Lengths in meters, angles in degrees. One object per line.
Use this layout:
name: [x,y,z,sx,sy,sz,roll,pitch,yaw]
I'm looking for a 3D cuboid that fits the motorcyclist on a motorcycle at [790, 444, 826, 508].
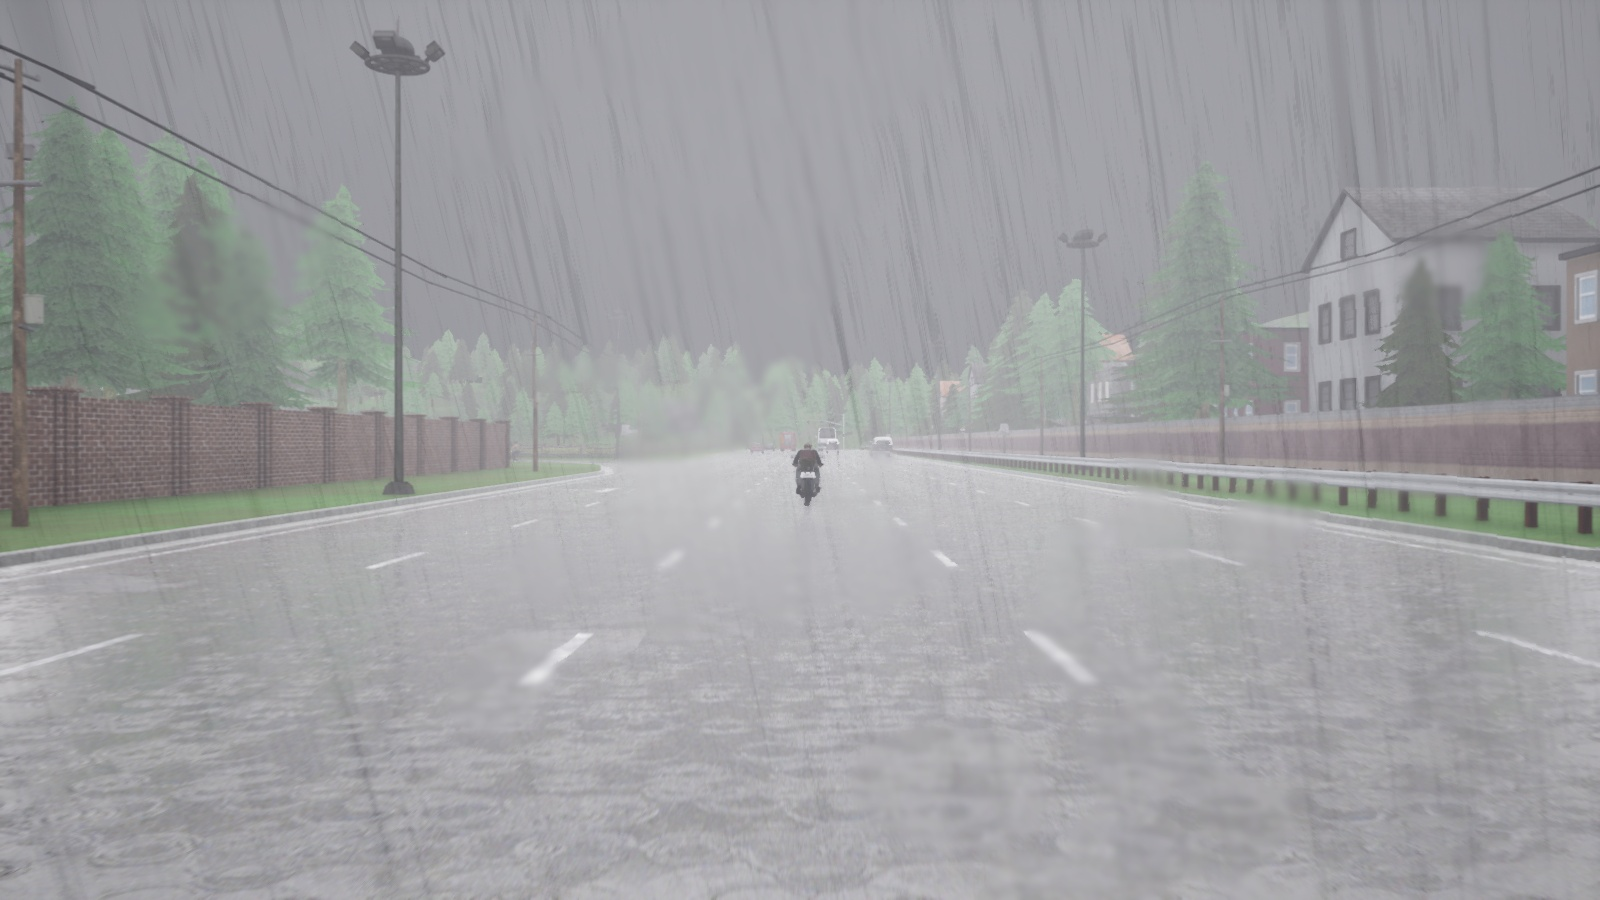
motorcyclist on a motorcycle: [0.192,0.608,30.875,0.866,1.530,2.191,0,0,0]
